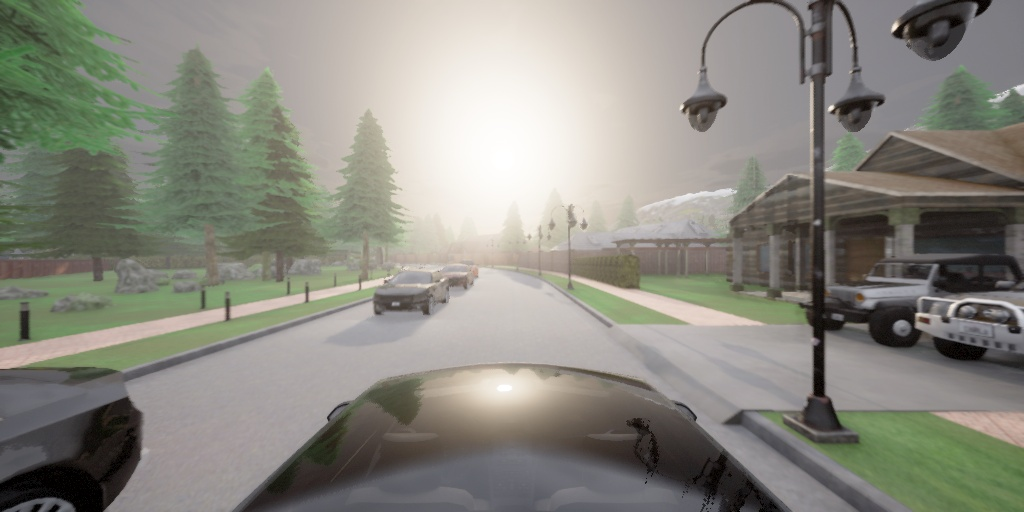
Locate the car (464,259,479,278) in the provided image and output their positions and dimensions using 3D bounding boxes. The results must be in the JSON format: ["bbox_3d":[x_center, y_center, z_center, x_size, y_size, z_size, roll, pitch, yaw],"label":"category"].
[{"bbox_3d":[-4.182,1.114,33.574,2.097,1.767,4.553,0,0,-6],"label":"car"}]

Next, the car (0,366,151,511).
[{"bbox_3d":[-3.588,1.254,0.527,2.128,1.511,4.902,0,0,0],"label":"car"}]

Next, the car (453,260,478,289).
[{"bbox_3d":[-3.567,1.261,23.047,1.882,1.535,5.008,0,0,0],"label":"car"}]

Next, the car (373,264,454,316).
[{"bbox_3d":[-3.646,1.240,13.699,1.882,1.535,5.008,0,0,0],"label":"car"}]
